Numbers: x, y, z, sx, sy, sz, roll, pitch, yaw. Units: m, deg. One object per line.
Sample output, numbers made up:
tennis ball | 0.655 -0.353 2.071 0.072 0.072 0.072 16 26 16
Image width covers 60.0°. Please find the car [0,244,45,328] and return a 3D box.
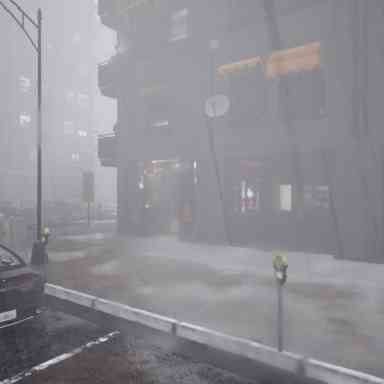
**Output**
car | -4.433 1.551 6.049 4.403 1.369 2.008 0 0 36

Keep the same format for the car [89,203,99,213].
car | -10.856 1.250 30.498 1.752 1.417 4.829 1 1 35

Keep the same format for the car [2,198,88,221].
car | -11.108 1.330 25.596 2.033 1.411 5.357 0 1 39

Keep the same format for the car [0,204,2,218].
car | -13.955 1.350 26.079 2.008 1.369 4.403 1 1 35
